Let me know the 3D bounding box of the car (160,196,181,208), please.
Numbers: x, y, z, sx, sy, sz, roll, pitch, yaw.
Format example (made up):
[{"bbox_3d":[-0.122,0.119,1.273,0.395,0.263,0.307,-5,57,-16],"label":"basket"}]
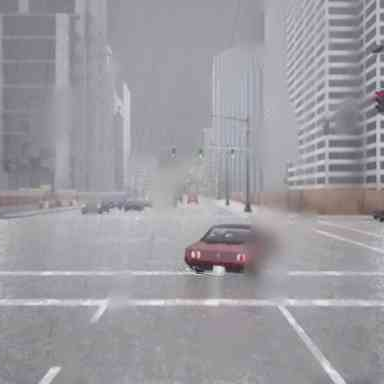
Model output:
[{"bbox_3d":[-3.290,1.716,51.971,2.033,1.411,5.357,0,0,0],"label":"car"}]

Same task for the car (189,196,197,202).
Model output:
[{"bbox_3d":[0.156,1.607,78.325,1.812,1.442,4.674,0,0,0],"label":"car"}]

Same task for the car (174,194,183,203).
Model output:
[{"bbox_3d":[-3.344,1.480,78.733,2.150,2.045,5.566,0,0,0],"label":"car"}]

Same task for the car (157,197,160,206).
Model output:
[{"bbox_3d":[-6.898,1.676,61.495,1.882,1.535,5.008,0,0,0],"label":"car"}]

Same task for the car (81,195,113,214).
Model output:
[{"bbox_3d":[-10.528,1.470,36.620,2.097,1.767,4.553,0,0,0],"label":"car"}]

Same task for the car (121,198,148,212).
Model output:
[{"bbox_3d":[-7.018,1.734,41.042,1.895,1.301,4.718,0,0,0],"label":"car"}]

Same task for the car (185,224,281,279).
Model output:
[{"bbox_3d":[1.515,1.635,10.340,1.895,1.301,4.718,0,0,22],"label":"car"}]

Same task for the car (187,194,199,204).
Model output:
[{"bbox_3d":[0.134,1.441,67.654,2.150,2.045,5.566,0,0,0],"label":"car"}]

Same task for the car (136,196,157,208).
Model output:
[{"bbox_3d":[-6.992,1.729,51.045,1.994,1.385,4.181,0,0,0],"label":"car"}]

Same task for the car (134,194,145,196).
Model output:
[{"bbox_3d":[-10.368,1.567,66.686,2.097,1.767,4.553,0,0,0],"label":"car"}]

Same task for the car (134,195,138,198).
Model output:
[{"bbox_3d":[-10.446,1.730,56.456,2.033,1.411,5.357,0,0,1],"label":"car"}]

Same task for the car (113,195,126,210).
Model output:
[{"bbox_3d":[-10.488,1.371,46.205,2.150,2.045,5.566,0,0,0],"label":"car"}]

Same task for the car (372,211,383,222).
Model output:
[{"bbox_3d":[16.169,1.683,24.899,4.718,1.301,1.895,0,0,0],"label":"car"}]
